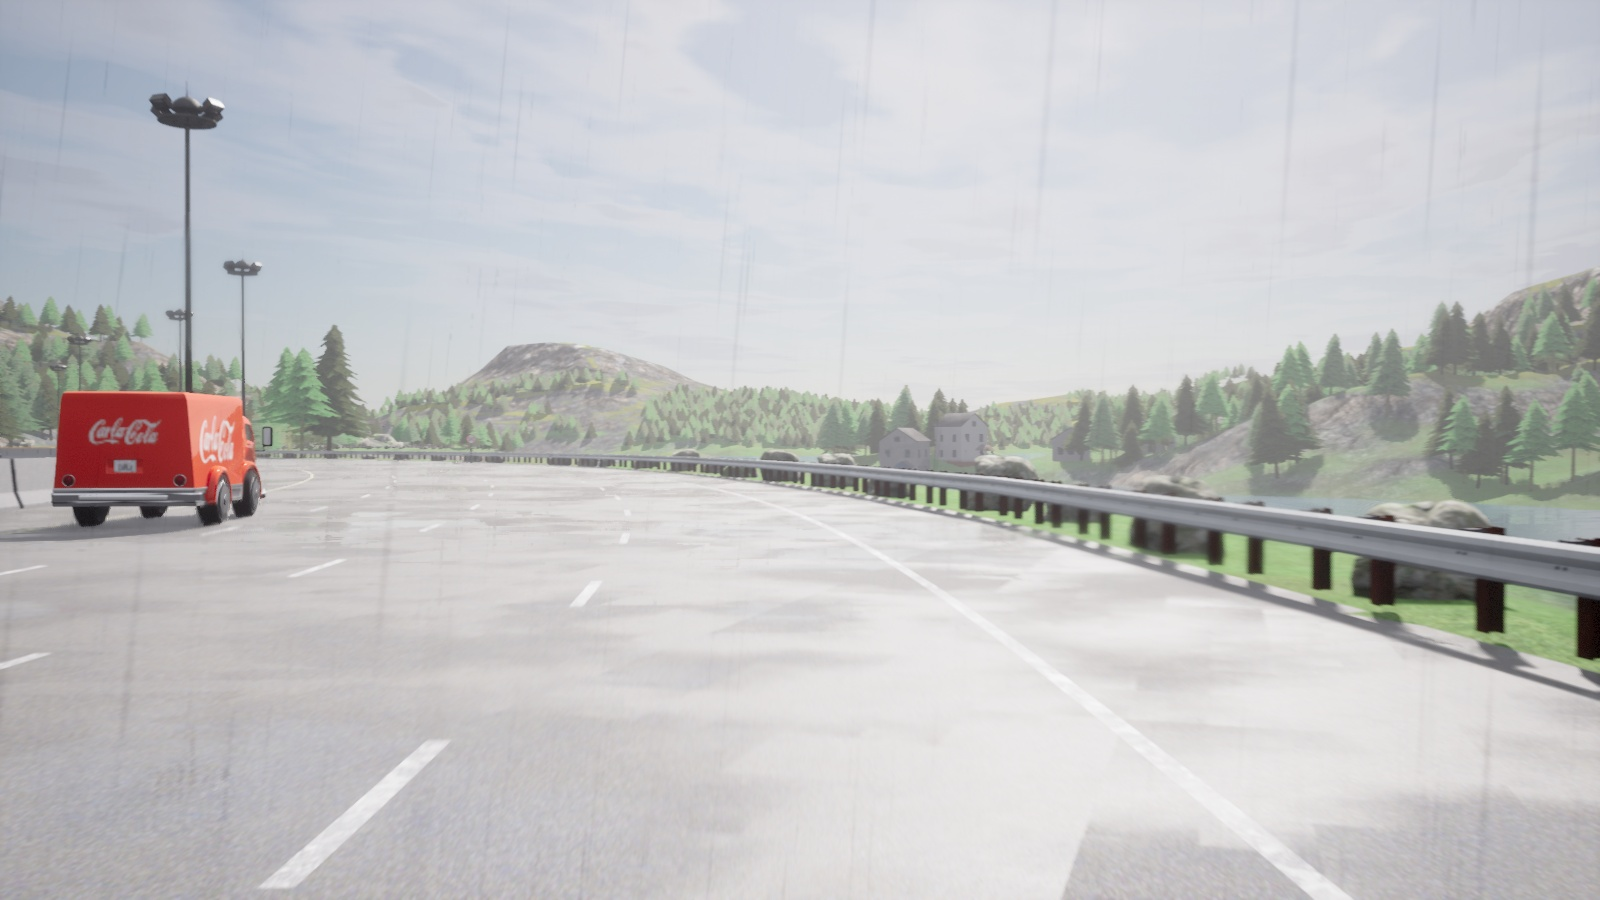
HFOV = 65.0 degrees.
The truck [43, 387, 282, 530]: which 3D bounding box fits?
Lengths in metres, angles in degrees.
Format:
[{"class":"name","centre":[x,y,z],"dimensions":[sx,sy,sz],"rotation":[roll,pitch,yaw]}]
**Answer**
[{"class":"truck","centre":[-12.175,0.142,24.485],"dimensions":[2.627,2.467,5.204],"rotation":[0,0,-8]}]
